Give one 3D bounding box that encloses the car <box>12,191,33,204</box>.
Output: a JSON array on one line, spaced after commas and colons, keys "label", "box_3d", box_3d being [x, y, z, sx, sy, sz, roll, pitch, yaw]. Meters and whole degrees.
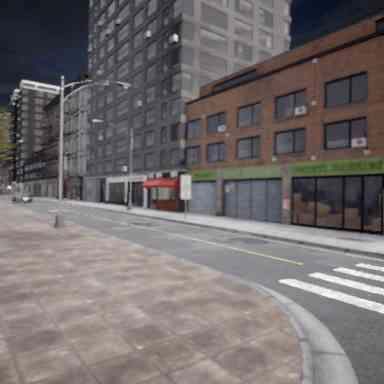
[{"label": "car", "box_3d": [-21.122, 0.668, 41.445, 2.128, 1.511, 4.902, 1, 0, -36]}]
